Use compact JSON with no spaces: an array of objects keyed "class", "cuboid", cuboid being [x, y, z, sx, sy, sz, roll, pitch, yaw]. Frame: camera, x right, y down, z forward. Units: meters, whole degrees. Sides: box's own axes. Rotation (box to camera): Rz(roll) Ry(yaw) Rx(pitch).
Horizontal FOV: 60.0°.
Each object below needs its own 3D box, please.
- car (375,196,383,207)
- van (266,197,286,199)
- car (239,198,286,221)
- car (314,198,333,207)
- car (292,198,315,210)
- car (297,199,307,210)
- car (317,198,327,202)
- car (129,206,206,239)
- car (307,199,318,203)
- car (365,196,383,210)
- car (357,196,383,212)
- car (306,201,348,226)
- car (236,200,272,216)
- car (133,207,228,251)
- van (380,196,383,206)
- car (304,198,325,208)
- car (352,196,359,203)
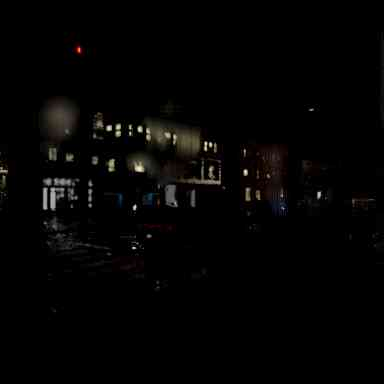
[{"class":"car","cuboid":[32.379,1.600,56.108,2.192,1.841,5.009,0,0,35]},{"class":"van","cuboid":[9.639,1.423,38.314,1.690,1.788,3.998,0,0,35]},{"class":"car","cuboid":[5.926,1.543,28.513,2.128,1.511,4.902,0,0,35]},{"class":"car","cuboid":[22.344,1.749,56.401,2.008,1.369,4.403,0,0,35]},{"class":"car","cuboid":[15.894,1.663,47.218,1.752,1.417,4.829,0,0,35]},{"class":"car","cuboid":[12.815,1.661,42.835,2.008,1.369,4.403,0,0,35]},{"class":"car","cuboid":[15.848,1.611,37.073,1.882,1.535,5.008,0,0,35]},{"class":"car","cuboid":[-1.236,1.560,18.319,1.994,1.385,4.181,0,0,35]},{"class":"car","cuboid":[17.459,1.751,44.798,1.895,1.301,4.718,0,0,36]},{"class":"car","cuboid":[26.026,1.540,47.063,2.192,1.841,5.009,0,0,35]},{"class":"car","cuboid":[22.849,1.636,42.541,1.967,1.590,4.097,0,0,35]},{"class":"car","cuboid":[10.187,1.631,24.424,1.887,1.381,4.507,0,0,35]},{"class":"car","cuboid":[6.365,1.579,33.652,1.752,1.417,4.829,0,0,35]},{"class":"car","cuboid":[-0.207,1.484,14.340,1.882,1.535,5.008,0,0,34]},{"class":"van","cuboid":[35.555,1.657,60.629,1.690,1.788,3.998,0,0,35]},{"class":"car","cuboid":[19.168,1.719,51.879,2.008,1.369,4.403,0,0,35]},{"class":"car","cuboid":[38.226,1.795,79.010,1.967,1.590,4.097,0,0,35]}]
